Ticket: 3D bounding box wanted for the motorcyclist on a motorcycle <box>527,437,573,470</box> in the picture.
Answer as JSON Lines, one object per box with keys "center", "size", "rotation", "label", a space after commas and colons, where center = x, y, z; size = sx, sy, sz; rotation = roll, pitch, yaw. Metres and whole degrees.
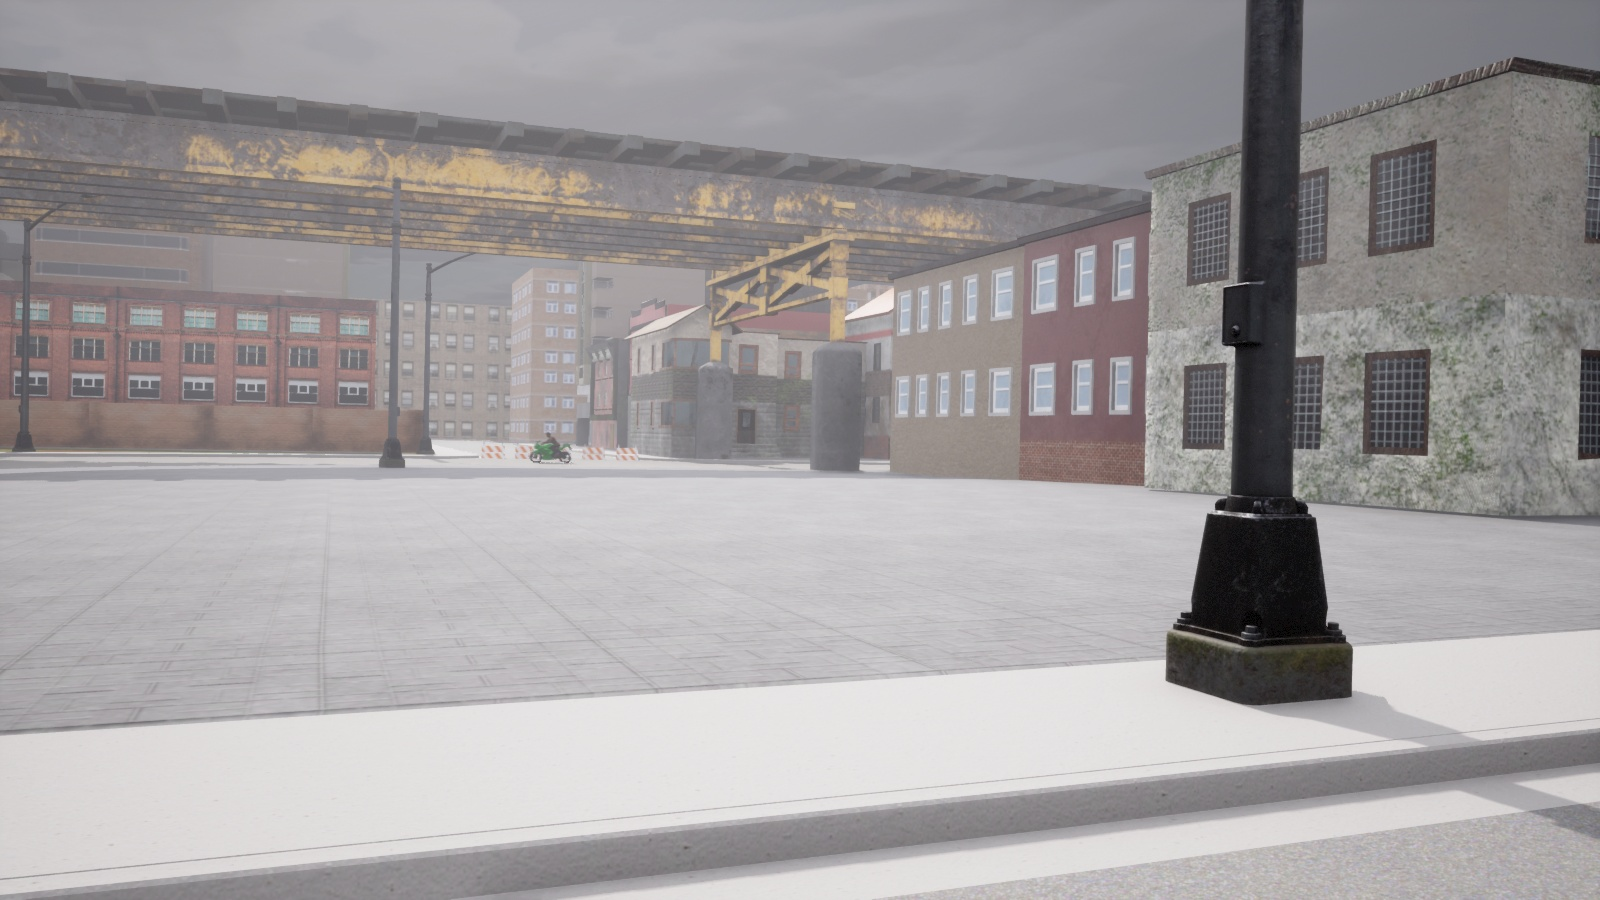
{"center": [-11.972, 0.155, 60.127], "size": [2.044, 1.523, 0.797], "rotation": [0, 1, -21], "label": "motorcyclist on a motorcycle"}
